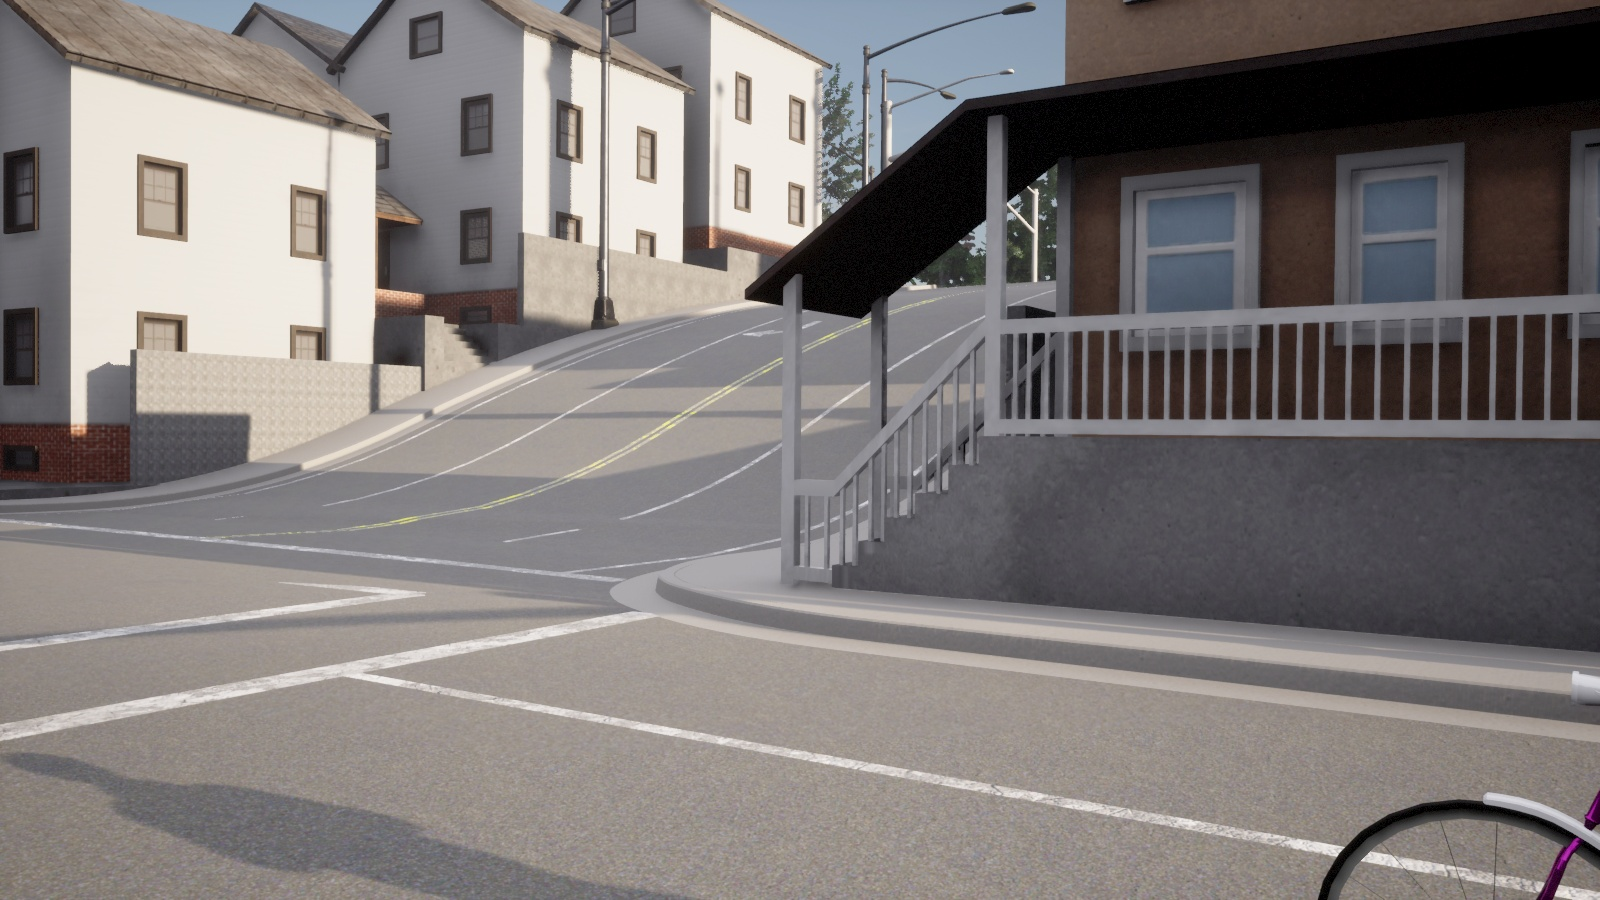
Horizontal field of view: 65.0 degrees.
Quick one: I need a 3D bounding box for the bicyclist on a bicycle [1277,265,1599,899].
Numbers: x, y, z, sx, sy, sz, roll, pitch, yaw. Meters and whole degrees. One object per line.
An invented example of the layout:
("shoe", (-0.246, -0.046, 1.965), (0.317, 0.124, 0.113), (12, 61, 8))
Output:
("bicyclist on a bicycle", (1.928, 0.552, 2.340), (1.843, 1.776, 0.659), (0, 1, 34))
